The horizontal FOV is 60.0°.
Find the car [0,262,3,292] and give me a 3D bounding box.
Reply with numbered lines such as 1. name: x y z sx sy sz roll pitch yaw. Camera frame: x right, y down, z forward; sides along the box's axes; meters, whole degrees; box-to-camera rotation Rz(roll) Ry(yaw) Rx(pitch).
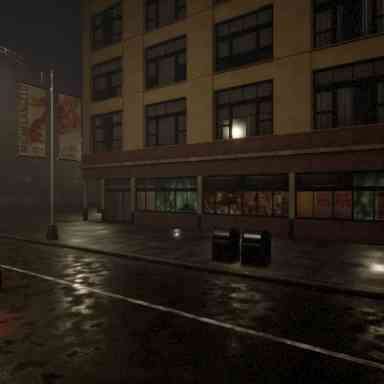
1. car: -5.832 1.564 7.719 1.994 1.385 4.181 0 0 -40
